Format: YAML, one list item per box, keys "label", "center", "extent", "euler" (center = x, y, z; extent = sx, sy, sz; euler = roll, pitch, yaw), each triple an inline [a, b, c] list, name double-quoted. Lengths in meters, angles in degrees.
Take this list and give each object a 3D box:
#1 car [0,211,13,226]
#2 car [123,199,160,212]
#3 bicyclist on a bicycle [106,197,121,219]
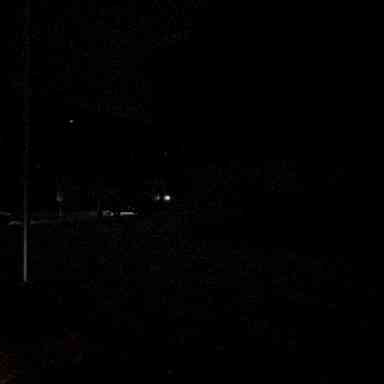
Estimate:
- label: "car"
  center: [-13.288, 1.440, 19.920]
  extent: [1.812, 1.442, 4.674]
  euler: [0, 0, 34]
- label: "car"
  center: [-5.401, 1.431, 35.903]
  extent: [1.994, 1.385, 4.181]
  euler: [0, 0, 36]
- label: "bicyclist on a bicycle"
  center: [-5.913, 1.216, 25.106]
  extent: [1.656, 1.620, 0.582]
  euler: [0, 0, 36]
